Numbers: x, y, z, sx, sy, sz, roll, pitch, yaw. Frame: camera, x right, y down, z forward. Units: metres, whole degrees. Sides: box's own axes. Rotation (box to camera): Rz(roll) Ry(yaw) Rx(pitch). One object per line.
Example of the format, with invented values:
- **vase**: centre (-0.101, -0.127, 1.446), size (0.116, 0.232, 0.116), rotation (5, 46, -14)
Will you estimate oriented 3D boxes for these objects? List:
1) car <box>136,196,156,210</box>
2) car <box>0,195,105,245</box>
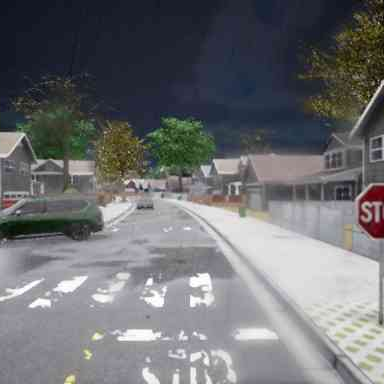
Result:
- **car**: centre (-5.227, 1.278, 37.822), size (1.837, 1.490, 4.892), rotation (0, 1, -7)
- **car**: centre (-6.648, 1.206, 14.422), size (5.566, 2.045, 2.150), rotation (-1, 4, -31)
